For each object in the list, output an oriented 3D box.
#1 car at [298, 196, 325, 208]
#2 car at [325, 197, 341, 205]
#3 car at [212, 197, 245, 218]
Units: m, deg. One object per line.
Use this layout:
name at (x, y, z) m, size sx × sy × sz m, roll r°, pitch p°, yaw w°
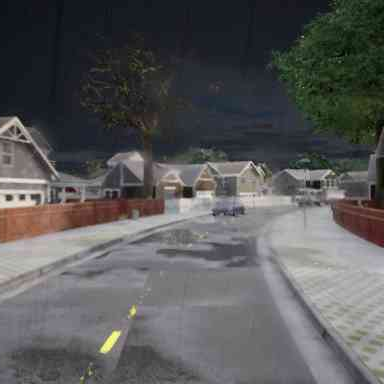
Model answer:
car at (17.311, 1.348, 48.819) m, size 2.097 × 1.767 × 4.553 m, roll 0°, pitch 0°, yaw 40°
car at (24.195, 1.549, 56.398) m, size 5.357 × 1.411 × 2.033 m, roll 0°, pitch 0°, yaw -43°
car at (3.389, 1.326, 30.349) m, size 2.097 × 1.767 × 4.553 m, roll 0°, pitch 0°, yaw 23°
